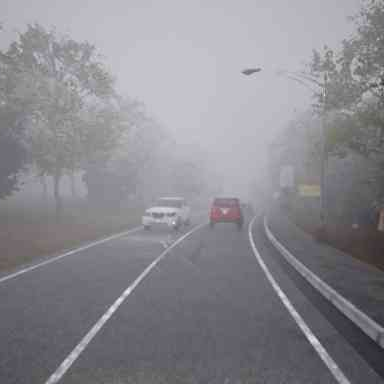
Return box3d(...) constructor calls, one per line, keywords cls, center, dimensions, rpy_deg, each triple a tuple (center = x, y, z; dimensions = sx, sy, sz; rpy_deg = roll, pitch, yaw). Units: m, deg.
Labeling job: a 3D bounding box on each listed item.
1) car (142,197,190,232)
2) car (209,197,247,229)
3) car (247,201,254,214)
box3d(cls="car", center=(-1.511, 1.354, 21.837), dimensions=(2.150, 2.045, 5.566), rpy_deg=(1, -1, 10))
box3d(cls="car", center=(2.571, 1.422, 23.688), dimensions=(2.150, 2.045, 5.566), rpy_deg=(1, -1, 11))
box3d(cls="car", center=(6.724, 1.874, 42.031), dimensions=(2.128, 1.511, 4.902), rpy_deg=(1, 0, 13))
